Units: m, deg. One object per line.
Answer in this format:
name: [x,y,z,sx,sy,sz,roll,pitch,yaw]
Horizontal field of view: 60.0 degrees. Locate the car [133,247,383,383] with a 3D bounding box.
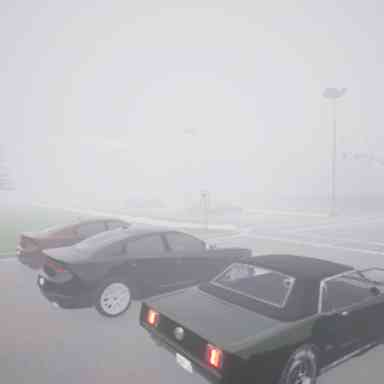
car: [1.730,1.624,4.996,4.718,1.301,1.895,0,0,-35]

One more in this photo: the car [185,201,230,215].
car: [1.387,1.715,34.587,1.895,1.301,4.718,0,0,-36]

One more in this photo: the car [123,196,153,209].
car: [-8.000,1.467,47.437,2.097,1.767,4.553,0,0,-36]

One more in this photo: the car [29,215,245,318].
car: [-0.729,1.498,7.545,5.008,1.535,1.882,0,0,-35]

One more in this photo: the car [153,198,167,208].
car: [-5.665,1.637,50.176,1.837,1.490,4.892,0,0,-36]

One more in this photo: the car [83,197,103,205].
car: [-19.039,1.613,62.828,1.882,1.535,5.008,0,0,-36]

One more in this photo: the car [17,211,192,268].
car: [-2.671,1.499,10.462,5.008,1.535,1.882,0,0,-35]

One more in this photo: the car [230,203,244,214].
car: [3.627,1.734,37.451,1.895,1.301,4.718,0,0,-36]

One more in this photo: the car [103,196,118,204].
car: [-16.219,1.549,64.902,2.097,1.767,4.553,0,0,-36]
